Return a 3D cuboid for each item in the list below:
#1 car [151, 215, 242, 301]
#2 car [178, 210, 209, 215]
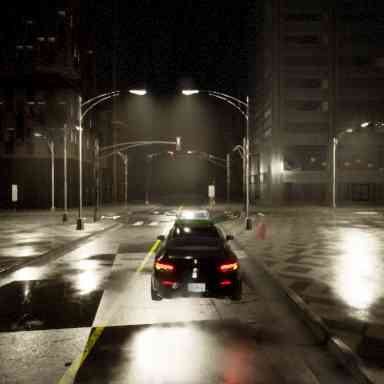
[{"bbox_3d":[0.086,1.523,8.186,1.812,1.442,4.674,0,0,0],"label":"car"},{"bbox_3d":[0.076,1.593,17.211,1.895,1.301,4.718,0,0,0],"label":"car"}]
